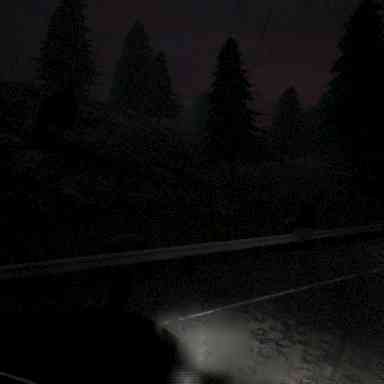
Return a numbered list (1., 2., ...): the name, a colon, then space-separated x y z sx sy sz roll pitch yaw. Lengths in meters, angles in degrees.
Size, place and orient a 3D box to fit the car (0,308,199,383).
1. car: -2.176 1.502 2.135 4.892 1.490 1.837 0 0 -36
